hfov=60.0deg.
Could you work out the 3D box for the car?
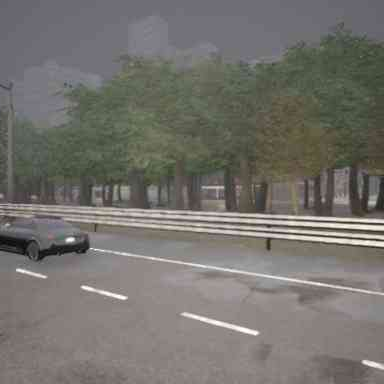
[{"bbox_3d":[-5.682,1.568,12.226,4.181,1.385,1.994,0,0,36],"label":"car"}]
